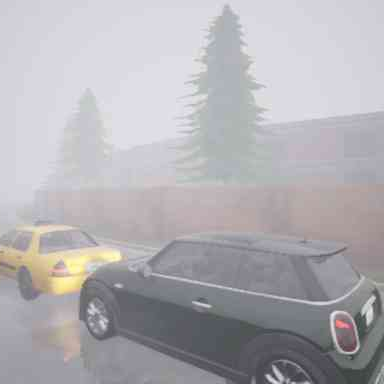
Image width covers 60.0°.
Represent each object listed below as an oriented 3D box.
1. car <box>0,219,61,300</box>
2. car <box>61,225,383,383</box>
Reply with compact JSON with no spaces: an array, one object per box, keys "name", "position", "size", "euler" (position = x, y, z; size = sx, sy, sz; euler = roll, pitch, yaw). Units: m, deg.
[{"name":"car","position":[-3.883,1.476,8.467],"size":[5.366,1.575,1.801],"euler":[0,0,41]},{"name":"car","position":[0.289,1.380,4.993],"size":[4.553,1.767,2.097],"euler":[0,0,38]}]
